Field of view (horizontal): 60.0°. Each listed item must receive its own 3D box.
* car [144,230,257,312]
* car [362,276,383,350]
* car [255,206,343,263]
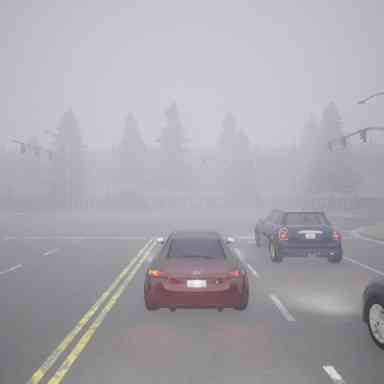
[{"bbox_3d":[0.081,1.563,7.788,1.994,1.385,4.181,0,0,0],"label":"car"},{"bbox_3d":[3.592,1.505,3.315,1.837,1.490,4.892,0,0,0],"label":"car"},{"bbox_3d":[3.636,1.352,12.159,2.097,1.767,4.553,0,0,2],"label":"car"}]
